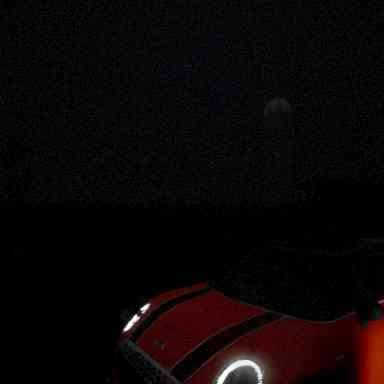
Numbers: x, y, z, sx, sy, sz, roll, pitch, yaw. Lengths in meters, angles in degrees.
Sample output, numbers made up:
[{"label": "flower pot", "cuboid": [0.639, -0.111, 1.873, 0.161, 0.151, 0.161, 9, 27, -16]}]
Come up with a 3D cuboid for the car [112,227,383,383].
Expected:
[{"label": "car", "cuboid": [1.392, 1.382, 4.066, 4.553, 1.767, 2.097, 1, 0, -36]}]
